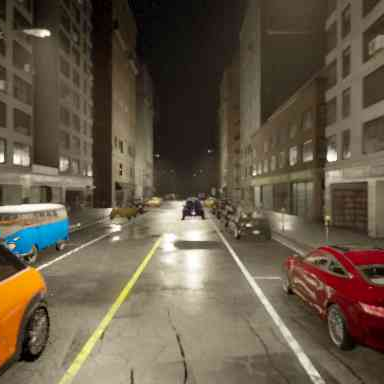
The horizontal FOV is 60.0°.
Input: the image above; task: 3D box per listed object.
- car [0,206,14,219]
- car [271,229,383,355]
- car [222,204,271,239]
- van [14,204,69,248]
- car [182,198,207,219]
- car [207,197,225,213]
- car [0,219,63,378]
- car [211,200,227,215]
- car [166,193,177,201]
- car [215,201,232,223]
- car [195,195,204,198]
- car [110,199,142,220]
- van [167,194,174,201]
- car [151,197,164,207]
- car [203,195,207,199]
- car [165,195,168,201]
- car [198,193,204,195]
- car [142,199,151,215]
[{"bbox_3d":[-5.668,1.315,5.932,2.192,1.841,5.009,0,0,0],"label":"car"},{"bbox_3d":[2.858,1.582,5.929,1.802,1.307,4.206,0,0,0],"label":"car"},{"bbox_3d":[2.861,1.549,16.981,2.008,1.369,4.403,0,0,0],"label":"car"},{"bbox_3d":[-5.663,1.340,11.456,1.690,1.788,3.998,0,0,0],"label":"van"},{"bbox_3d":[0.114,1.519,28.762,1.812,1.442,4.674,0,0,0],"label":"car"},{"bbox_3d":[2.866,1.432,33.558,1.967,1.590,4.097,0,0,0],"label":"car"},{"bbox_3d":[-3.095,1.351,2.869,2.097,1.767,4.553,0,0,0],"label":"car"},{"bbox_3d":[2.864,1.576,28.032,1.802,1.307,4.206,0,0,0],"label":"car"},{"bbox_3d":[-5.647,1.313,82.438,2.192,1.841,5.009,0,0,0],"label":"car"},{"bbox_3d":[2.863,1.547,22.506,2.008,1.369,4.403,0,0,0],"label":"car"},{"bbox_3d":[0.113,1.482,44.817,2.128,1.511,4.902,0,0,0],"label":"car"},{"bbox_3d":[-5.661,1.519,27.865,1.752,1.417,4.829,0,0,0],"label":"car"},{"bbox_3d":[-5.645,1.341,87.939,1.690,1.788,3.998,0,0,0],"label":"van"},{"bbox_3d":[-5.655,1.515,49.968,1.752,1.417,4.829,0,0,0],"label":"car"},{"bbox_3d":[2.870,1.515,50.305,1.752,1.417,4.829,0,0,0],"label":"car"},{"bbox_3d":[-5.653,1.541,55.663,2.008,1.369,4.403,0,0,0],"label":"car"},{"bbox_3d":[2.880,1.542,82.434,1.887,1.381,4.507,0,0,0],"label":"car"},{"bbox_3d":[-5.660,1.432,33.561,1.967,1.590,4.097,0,0,0],"label":"car"}]
